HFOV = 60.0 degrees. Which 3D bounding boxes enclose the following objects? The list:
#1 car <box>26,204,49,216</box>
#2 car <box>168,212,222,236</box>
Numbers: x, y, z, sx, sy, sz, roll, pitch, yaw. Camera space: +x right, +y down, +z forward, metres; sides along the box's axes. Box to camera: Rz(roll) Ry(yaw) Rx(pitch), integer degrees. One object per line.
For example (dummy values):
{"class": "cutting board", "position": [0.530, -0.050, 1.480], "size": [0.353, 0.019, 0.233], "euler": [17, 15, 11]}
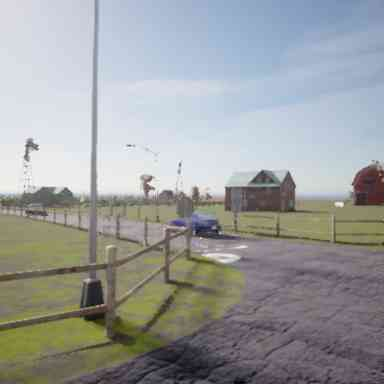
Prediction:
{"class": "car", "position": [-22.135, 2.478, 47.494], "size": [2.097, 1.767, 4.553], "euler": [1, -2, -40]}
{"class": "car", "position": [0.114, 2.050, 22.134], "size": [1.812, 1.442, 4.674], "euler": [1, -2, -33]}
